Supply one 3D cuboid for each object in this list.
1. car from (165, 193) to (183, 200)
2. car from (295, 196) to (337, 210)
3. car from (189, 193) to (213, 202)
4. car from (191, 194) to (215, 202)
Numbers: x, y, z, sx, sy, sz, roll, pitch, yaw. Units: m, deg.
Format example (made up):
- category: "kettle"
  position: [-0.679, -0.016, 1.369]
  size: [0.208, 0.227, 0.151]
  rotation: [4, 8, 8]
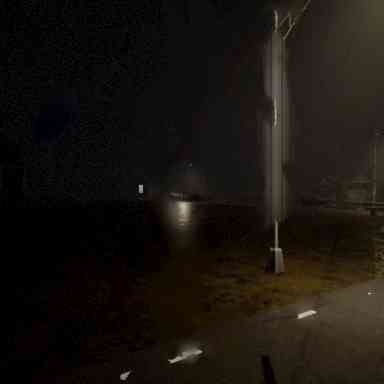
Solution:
- category: "car"
  position: [-3.999, 0.954, 71.235]
  size: [1.895, 1.301, 4.718]
  rotation: [2, -1, -35]
- category: "car"
  position: [14.459, 1.224, 38.970]
  size: [1.882, 1.535, 5.008]
  rotation: [2, 0, -35]
- category: "car"
  position: [1.376, 1.028, 57.479]
  size: [1.837, 1.490, 4.892]
  rotation: [2, -1, -35]
- category: "car"
  position: [2.043, 1.098, 62.709]
  size: [1.837, 1.490, 4.892]
  rotation: [2, -1, -35]
